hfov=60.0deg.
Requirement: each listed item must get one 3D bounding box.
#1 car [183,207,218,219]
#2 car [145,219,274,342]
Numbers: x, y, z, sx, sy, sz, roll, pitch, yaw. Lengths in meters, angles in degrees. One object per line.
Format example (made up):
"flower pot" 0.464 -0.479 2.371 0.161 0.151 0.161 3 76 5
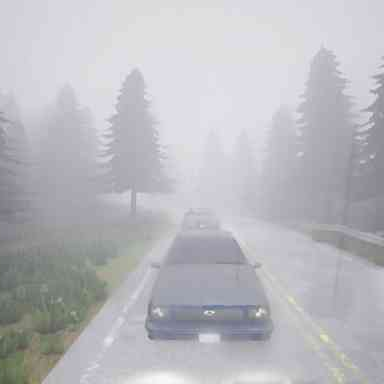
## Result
"car" 0.480 1.584 19.172 1.994 1.385 4.181 0 0 -2
"car" 0.285 1.558 7.088 2.033 1.411 5.357 0 0 1
